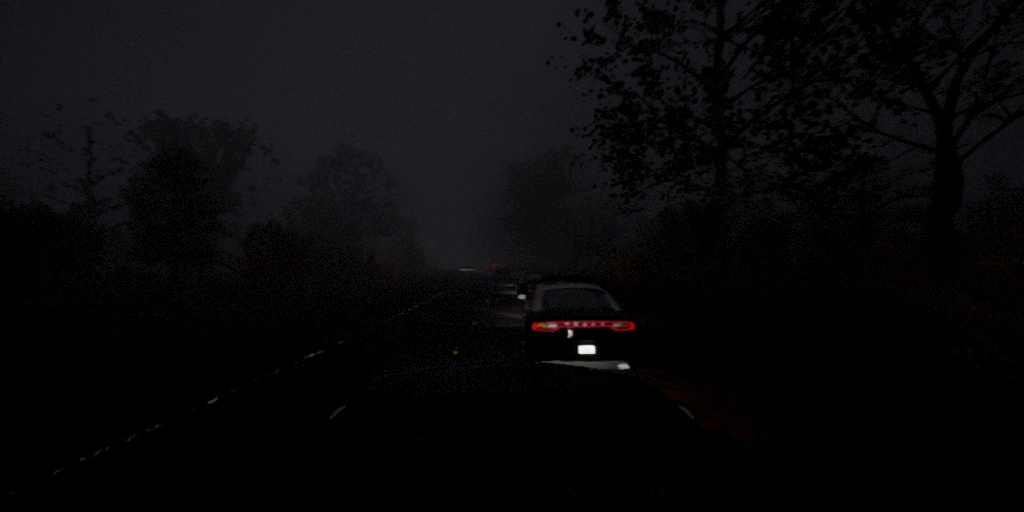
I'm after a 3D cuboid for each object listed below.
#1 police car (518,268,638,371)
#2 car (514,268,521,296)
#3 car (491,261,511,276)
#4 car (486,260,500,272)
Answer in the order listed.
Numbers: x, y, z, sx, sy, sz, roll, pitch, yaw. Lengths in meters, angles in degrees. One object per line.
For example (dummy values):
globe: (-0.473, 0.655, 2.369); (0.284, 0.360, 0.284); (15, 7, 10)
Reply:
police car: (1.173, 1.231, 7.974); (1.930, 1.638, 5.238); (-1, -1, 1)
car: (1.211, 1.440, 17.942); (1.812, 1.442, 4.674); (-1, -1, -1)
car: (-1.299, 1.719, 46.027); (1.882, 1.535, 5.008); (-1, -1, -6)
car: (-3.019, 1.625, 59.570); (2.150, 2.045, 5.566); (0, -1, -9)
